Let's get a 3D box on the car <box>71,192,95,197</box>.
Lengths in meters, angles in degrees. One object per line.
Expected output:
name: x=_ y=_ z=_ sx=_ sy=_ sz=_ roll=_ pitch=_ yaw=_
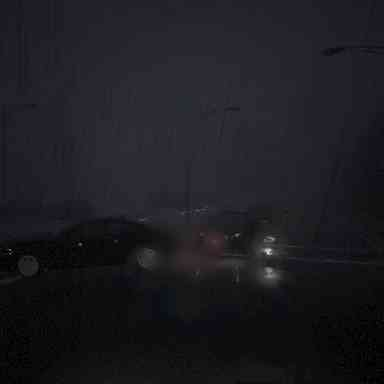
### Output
car: x=-18.529 y=1.248 z=53.732 sx=4.514 sy=1.523 sz=2.007 roll=0 pitch=0 yaw=18

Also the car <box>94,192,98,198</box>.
car: x=-21.937 y=1.297 z=67.978 sx=3.806 sy=1.475 sz=1.970 roll=0 pitch=0 yaw=18

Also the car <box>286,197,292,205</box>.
car: x=8.815 y=1.485 z=33.837 sx=1.837 sy=1.490 sz=4.892 roll=0 pitch=0 yaw=19

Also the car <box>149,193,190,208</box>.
car: x=-3.018 y=1.073 z=41.788 sx=4.605 sy=1.855 sz=1.932 roll=0 pitch=0 yaw=18

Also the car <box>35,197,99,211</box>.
car: x=-9.067 y=1.355 z=24.216 sx=3.633 sy=1.501 sz=1.845 roll=0 pitch=0 yaw=18

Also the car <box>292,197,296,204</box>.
car: x=18.156 y=1.535 z=61.631 sx=1.994 sy=1.385 sz=4.181 roll=0 pitch=0 yaw=19

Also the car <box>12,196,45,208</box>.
car: x=-21.752 y=1.273 z=44.273 sx=3.633 sy=1.501 sz=1.845 roll=0 pitch=0 yaw=18

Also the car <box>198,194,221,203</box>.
car: x=3.328 y=1.201 z=62.988 sx=3.806 sy=1.475 sz=1.970 roll=0 pitch=0 yaw=18

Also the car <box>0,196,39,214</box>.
car: x=-15.152 y=1.355 z=29.404 sx=3.806 sy=1.475 sz=1.970 roll=0 pitch=0 yaw=18

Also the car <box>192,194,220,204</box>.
car: x=1.591 y=1.124 z=56.802 sx=5.027 sy=1.636 sz=2.152 roll=0 pitch=0 yaw=18

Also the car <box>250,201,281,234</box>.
car: x=3.934 y=1.489 z=19.327 sx=1.837 sy=1.490 sz=4.892 roll=0 pitch=0 yaw=19

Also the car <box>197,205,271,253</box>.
car: x=1.794 y=1.514 z=13.916 sx=1.812 sy=1.442 sz=4.674 roll=0 pitch=0 yaw=24

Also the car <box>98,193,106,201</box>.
car: x=-20.299 y=1.013 z=70.935 sx=3.866 sy=1.878 sz=1.905 roll=0 pitch=0 yaw=18

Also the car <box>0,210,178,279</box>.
car: x=-2.920 y=1.475 z=9.917 sx=5.008 sy=1.535 sz=1.882 roll=0 pitch=0 yaw=-19

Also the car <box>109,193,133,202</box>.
car: x=-13.887 y=1.045 z=65.314 sx=4.605 sy=1.855 sz=1.932 roll=0 pitch=0 yaw=18

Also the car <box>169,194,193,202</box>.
car: x=-2.187 y=1.256 z=68.705 sx=4.514 sy=1.523 sz=2.007 roll=0 pitch=0 yaw=18

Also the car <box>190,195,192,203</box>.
car: x=-2.484 y=1.052 z=44.674 sx=3.866 sy=1.878 sz=1.905 roll=0 pitch=0 yaw=18

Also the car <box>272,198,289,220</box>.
car: x=5.838 y=1.474 z=24.975 sx=2.128 sy=1.511 sz=4.902 roll=0 pitch=0 yaw=19
